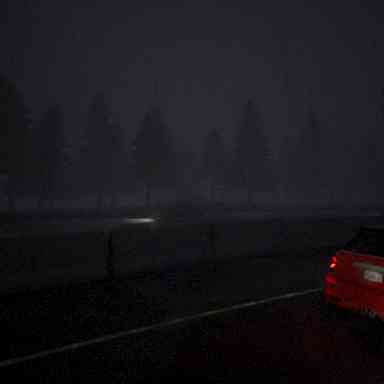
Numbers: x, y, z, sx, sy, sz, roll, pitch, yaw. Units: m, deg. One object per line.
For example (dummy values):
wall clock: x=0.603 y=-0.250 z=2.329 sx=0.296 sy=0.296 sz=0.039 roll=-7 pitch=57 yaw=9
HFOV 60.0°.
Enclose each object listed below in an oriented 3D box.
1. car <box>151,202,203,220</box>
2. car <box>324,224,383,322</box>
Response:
car: x=-1.191 y=1.480 z=26.953 sx=4.181 sy=1.385 sz=1.994 roll=0 pitch=0 yaw=-26
car: x=4.696 y=1.343 z=6.258 sx=4.553 sy=1.767 sz=2.097 roll=0 pitch=0 yaw=-29
